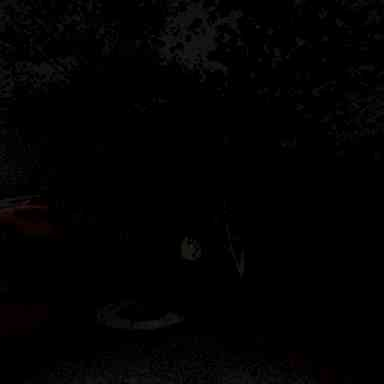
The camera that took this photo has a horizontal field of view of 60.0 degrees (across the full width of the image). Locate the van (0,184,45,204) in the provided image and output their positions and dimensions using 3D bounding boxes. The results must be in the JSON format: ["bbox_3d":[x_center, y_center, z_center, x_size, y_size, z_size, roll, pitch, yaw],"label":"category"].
[{"bbox_3d":[-17.724,0.230,34.440,4.442,1.987,1.878,1,2,-30],"label":"van"}]

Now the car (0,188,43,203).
[{"bbox_3d":[-19.188,0.379,36.804,4.792,1.488,2.163,1,2,-30],"label":"car"}]

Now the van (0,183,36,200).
[{"bbox_3d":[-21.982,-0.065,41.402,4.442,1.987,1.878,1,1,-30],"label":"van"}]

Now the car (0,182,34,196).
[{"bbox_3d":[-27.435,-0.438,51.059,5.566,2.045,2.435,1,1,-30],"label":"car"}]

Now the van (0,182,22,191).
[{"bbox_3d":[-39.784,-1.193,72.850,4.442,1.987,1.878,1,1,-30],"label":"van"}]

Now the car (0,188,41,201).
[{"bbox_3d":[-20.501,0.285,39.091,4.792,1.488,2.163,1,1,-30],"label":"car"}]

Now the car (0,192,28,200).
[{"bbox_3d":[-8.155,1.100,17.598,4.553,1.767,2.185,1,2,-30],"label":"car"}]

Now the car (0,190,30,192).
[{"bbox_3d":[-12.420,0.892,24.587,5.366,1.575,1.946,1,2,-30],"label":"car"}]

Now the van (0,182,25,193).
[{"bbox_3d":[-34.268,-0.847,63.246,4.442,1.987,1.878,1,1,-30],"label":"van"}]

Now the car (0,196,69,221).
[{"bbox_3d":[-10.885,1.049,22.278,4.674,1.452,2.002,1,2,-30],"label":"car"}]

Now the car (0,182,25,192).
[{"bbox_3d":[-38.529,-1.134,70.376,5.566,2.045,2.435,1,1,-30],"label":"car"}]

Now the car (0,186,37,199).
[{"bbox_3d":[-23.277,0.073,43.878,5.008,1.535,2.097,1,1,-30],"label":"car"}]

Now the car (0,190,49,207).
[{"bbox_3d":[-16.419,0.596,31.866,4.792,1.488,2.163,1,2,-30],"label":"car"}]

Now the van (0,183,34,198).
[{"bbox_3d":[-24.553,-0.238,46.330,4.442,1.987,1.878,1,1,-30],"label":"van"}]

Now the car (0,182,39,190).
[{"bbox_3d":[-14.982,0.427,29.487,5.566,2.045,2.435,1,2,-30],"label":"car"}]

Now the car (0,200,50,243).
[{"bbox_3d":[-6.812,1.336,15.182,5.008,1.535,2.097,1,2,-30],"label":"car"}]
